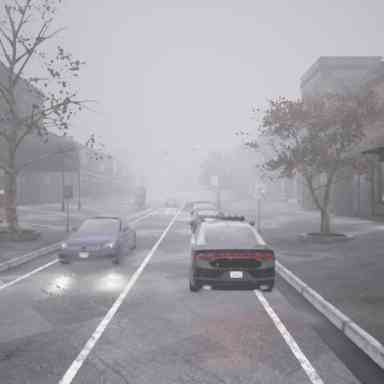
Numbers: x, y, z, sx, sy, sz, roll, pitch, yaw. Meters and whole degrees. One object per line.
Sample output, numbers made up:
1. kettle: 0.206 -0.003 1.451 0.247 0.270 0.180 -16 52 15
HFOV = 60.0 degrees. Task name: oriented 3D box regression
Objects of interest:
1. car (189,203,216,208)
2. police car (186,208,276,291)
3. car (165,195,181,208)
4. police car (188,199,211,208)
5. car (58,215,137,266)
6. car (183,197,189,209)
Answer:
1. car: 0.863 1.604 19.122 1.812 1.442 4.674 0 0 0
2. police car: 0.882 1.460 9.232 1.930 1.638 5.238 0 0 0
3. car: -3.194 1.689 51.760 2.128 1.511 4.902 0 0 0
4. police car: 0.851 1.530 25.232 1.930 1.638 5.238 0 0 0
5. car: -3.123 1.572 11.913 1.812 1.442 4.674 0 0 0
6. car: -0.070 1.718 47.752 1.812 1.442 4.674 0 0 0
